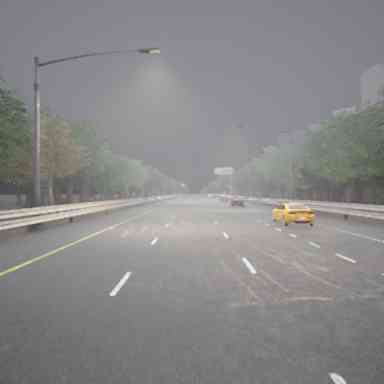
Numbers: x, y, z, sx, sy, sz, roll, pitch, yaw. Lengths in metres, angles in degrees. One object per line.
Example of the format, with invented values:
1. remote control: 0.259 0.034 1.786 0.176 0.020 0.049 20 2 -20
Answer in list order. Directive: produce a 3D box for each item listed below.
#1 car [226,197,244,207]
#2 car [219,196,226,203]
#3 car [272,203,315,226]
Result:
1. car: 7.160 1.607 53.729 1.882 1.535 5.008 0 0 0
2. car: 7.323 1.739 76.811 2.033 1.411 5.357 0 0 0
3. car: 7.031 1.522 23.543 1.882 1.535 5.008 0 0 0
